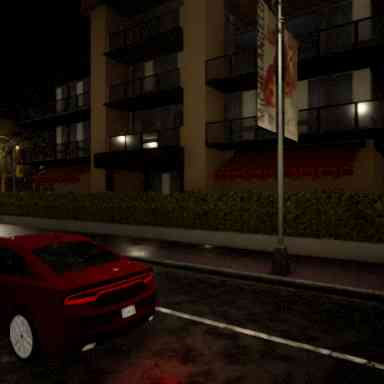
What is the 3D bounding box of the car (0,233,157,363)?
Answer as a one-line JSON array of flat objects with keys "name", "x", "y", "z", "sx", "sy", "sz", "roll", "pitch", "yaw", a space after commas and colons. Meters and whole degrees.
[{"name": "car", "x": -2.905, "y": 1.494, "z": 5.974, "sx": 5.008, "sy": 1.535, "sz": 1.882, "roll": 0, "pitch": 0, "yaw": 35}]
